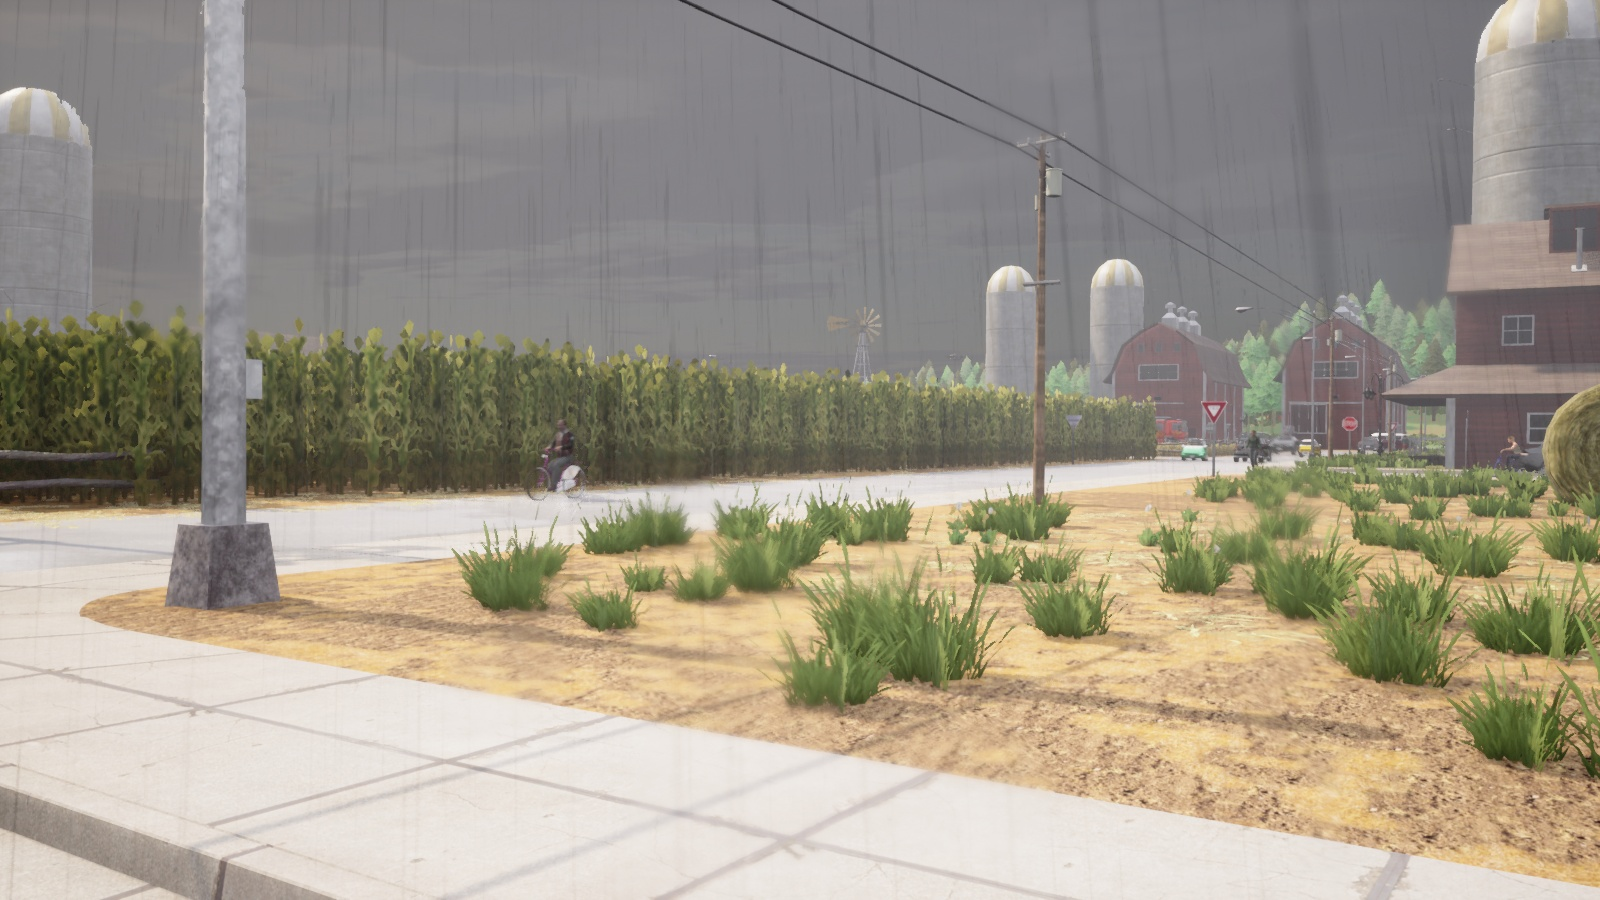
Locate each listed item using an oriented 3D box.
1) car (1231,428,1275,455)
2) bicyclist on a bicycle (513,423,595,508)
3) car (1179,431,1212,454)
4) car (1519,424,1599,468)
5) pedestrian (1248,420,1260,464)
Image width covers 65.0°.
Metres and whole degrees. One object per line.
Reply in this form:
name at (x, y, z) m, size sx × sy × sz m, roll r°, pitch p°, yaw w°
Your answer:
car at (27.061, -0.524, 74.976) m, size 1.789 × 1.549 × 3.705 m, roll 0°, pitch 1°, yaw 30°
bicyclist on a bicycle at (-5.276, 0.316, 27.024) m, size 0.659 × 1.776 × 1.843 m, roll 0°, pitch 1°, yaw 31°
car at (24.361, -0.455, 77.289) m, size 1.481 × 1.376 × 2.207 m, roll 0°, pitch 1°, yaw 31°
car at (28.184, -0.164, 44.286) m, size 4.902 × 1.511 × 2.128 m, roll 0°, pitch 1°, yaw 30°
pedestrian at (19.020, -0.349, 52.654) m, size 0.353 × 1.847 × 0.614 m, roll 0°, pitch 1°, yaw 31°
